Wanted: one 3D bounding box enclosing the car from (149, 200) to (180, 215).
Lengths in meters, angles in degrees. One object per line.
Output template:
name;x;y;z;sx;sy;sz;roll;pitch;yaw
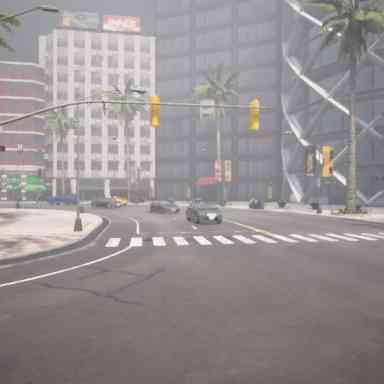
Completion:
car;-2.991;1.525;34.838;1.812;1.442;4.674;0;0;-31

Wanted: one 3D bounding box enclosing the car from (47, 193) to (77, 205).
car;-22.336;1.221;57.786;5.566;2.045;2.150;0;0;16

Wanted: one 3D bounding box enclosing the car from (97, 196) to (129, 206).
car;-12.723;1.477;53.681;5.008;1.535;1.882;0;0;28

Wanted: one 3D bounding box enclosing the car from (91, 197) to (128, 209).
car;-11.415;1.487;44.391;4.902;1.511;2.128;1;0;37

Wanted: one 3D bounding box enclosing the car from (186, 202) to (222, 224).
car;0.814;1.491;24.890;2.128;1.511;4.902;0;0;-13
